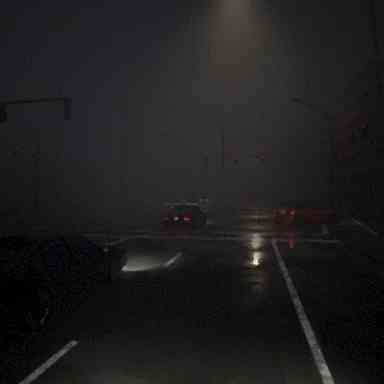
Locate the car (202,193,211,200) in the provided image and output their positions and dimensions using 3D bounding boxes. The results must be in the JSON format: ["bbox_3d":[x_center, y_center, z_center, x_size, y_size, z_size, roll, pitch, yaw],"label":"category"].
[{"bbox_3d":[3.039,0.933,74.822,1.812,1.442,4.674,0,1,11],"label":"car"}]

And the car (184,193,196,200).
[{"bbox_3d":[-0.423,1.009,75.346,1.895,1.301,4.718,0,1,11],"label":"car"}]

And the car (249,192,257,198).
[{"bbox_3d":[15.519,0.641,84.469,1.837,1.490,4.892,0,0,11],"label":"car"}]

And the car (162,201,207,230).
[{"bbox_3d":[-0.333,1.538,21.120,2.033,1.411,5.357,0,0,13],"label":"car"}]

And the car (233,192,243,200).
[{"bbox_3d":[10.167,0.924,74.863,2.033,1.411,5.357,0,1,11],"label":"car"}]

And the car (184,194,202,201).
[{"bbox_3d":[0.015,1.202,58.837,1.837,1.490,4.892,0,1,11],"label":"car"}]

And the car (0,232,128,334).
[{"bbox_3d":[-3.092,1.550,6.840,2.033,1.411,5.357,0,0,10],"label":"car"}]

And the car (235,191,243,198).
[{"bbox_3d":[12.078,0.619,85.110,1.882,1.535,5.008,0,0,11],"label":"car"}]

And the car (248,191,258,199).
[{"bbox_3d":[13.677,0.736,74.593,2.097,1.767,4.553,0,1,11],"label":"car"}]

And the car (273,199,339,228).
[{"bbox_3d":[7.773,1.345,22.468,4.553,1.767,2.097,0,1,-28],"label":"car"}]

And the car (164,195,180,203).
[{"bbox_3d":[-3.455,1.250,59.263,2.033,1.411,5.357,0,1,11],"label":"car"}]
